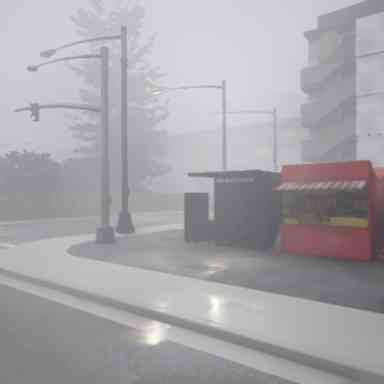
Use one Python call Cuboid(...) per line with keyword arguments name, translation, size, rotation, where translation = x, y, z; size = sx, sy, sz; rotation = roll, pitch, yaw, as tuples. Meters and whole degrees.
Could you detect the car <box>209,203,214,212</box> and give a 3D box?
Cuboid(name="car", translation=(3.719, 1.539, 39.230), size=(1.812, 1.442, 4.674), rotation=(0, 0, 36))
